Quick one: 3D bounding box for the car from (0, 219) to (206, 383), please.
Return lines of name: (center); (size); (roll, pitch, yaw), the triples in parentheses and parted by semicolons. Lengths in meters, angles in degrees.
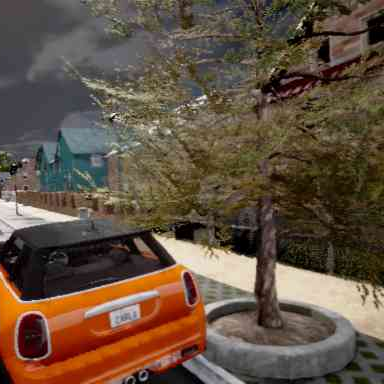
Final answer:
car: (-1.833, 1.199, 4.868); (2.097, 1.767, 4.553); (-6, 3, -35)
